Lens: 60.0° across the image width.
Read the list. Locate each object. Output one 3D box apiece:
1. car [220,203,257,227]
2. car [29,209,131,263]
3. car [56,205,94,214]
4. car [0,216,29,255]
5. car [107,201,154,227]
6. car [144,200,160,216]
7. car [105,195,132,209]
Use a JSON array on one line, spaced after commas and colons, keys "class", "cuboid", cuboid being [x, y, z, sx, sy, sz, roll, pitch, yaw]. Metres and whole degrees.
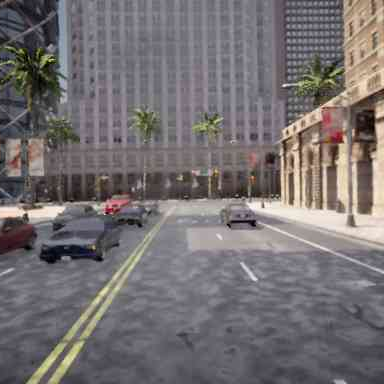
[{"class": "car", "cuboid": [2.974, 1.472, 22.213, 2.033, 1.411, 5.357, -1, 0, -1]}, {"class": "car", "cuboid": [-3.892, 1.619, 12.734, 2.033, 1.411, 5.357, -1, 0, -2]}, {"class": "car", "cuboid": [-7.615, 1.646, 22.109, 1.837, 1.490, 4.892, -1, 0, -1]}, {"class": "car", "cuboid": [-7.376, 1.668, 12.284, 1.812, 1.442, 4.674, -1, 0, -2]}, {"class": "car", "cuboid": [-4.135, 1.617, 23.262, 2.033, 1.411, 5.357, -1, 0, -1]}, {"class": "car", "cuboid": [-4.305, 1.558, 33.832, 2.128, 1.511, 4.902, -1, 0, -1]}, {"class": "car", "cuboid": [-7.844, 1.358, 36.359, 2.150, 2.045, 5.566, -1, 0, -1]}]
